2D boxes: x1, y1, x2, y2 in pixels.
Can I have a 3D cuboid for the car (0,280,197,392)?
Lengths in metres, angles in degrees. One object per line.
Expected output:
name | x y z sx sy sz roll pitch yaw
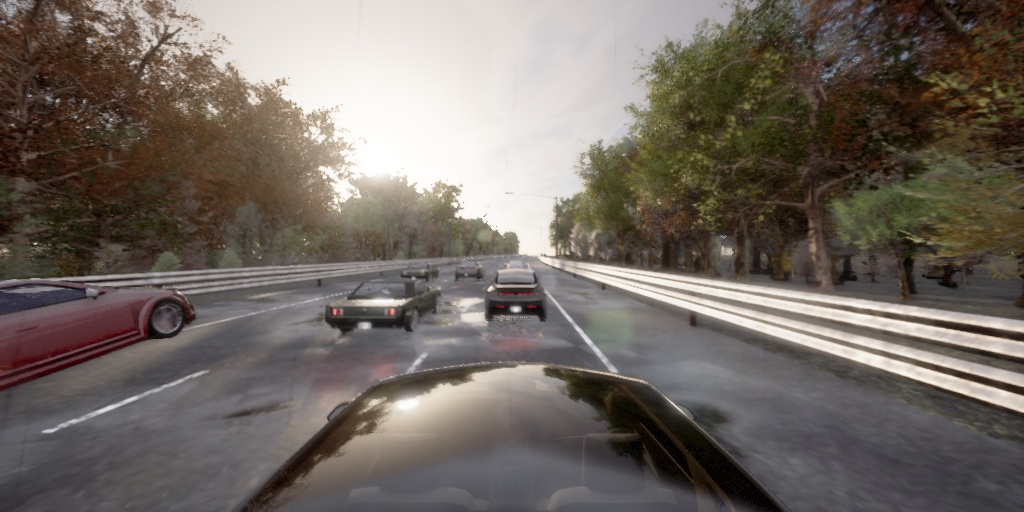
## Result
car | -6.890 1.024 4.879 1.994 1.385 4.181 -5 7 1

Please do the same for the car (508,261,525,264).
car | 0.344 1.132 28.675 1.812 1.442 4.674 0 0 1

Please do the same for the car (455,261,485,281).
car | -3.173 1.105 27.657 2.128 1.511 4.902 0 0 1

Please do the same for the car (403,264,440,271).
car | -6.693 1.219 26.855 1.895 1.301 4.718 0 0 1

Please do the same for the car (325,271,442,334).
car | -3.363 1.307 10.479 1.895 1.301 4.718 0 0 0

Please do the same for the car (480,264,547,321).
car | 0.139 1.202 12.269 1.837 1.490 4.892 0 0 1
